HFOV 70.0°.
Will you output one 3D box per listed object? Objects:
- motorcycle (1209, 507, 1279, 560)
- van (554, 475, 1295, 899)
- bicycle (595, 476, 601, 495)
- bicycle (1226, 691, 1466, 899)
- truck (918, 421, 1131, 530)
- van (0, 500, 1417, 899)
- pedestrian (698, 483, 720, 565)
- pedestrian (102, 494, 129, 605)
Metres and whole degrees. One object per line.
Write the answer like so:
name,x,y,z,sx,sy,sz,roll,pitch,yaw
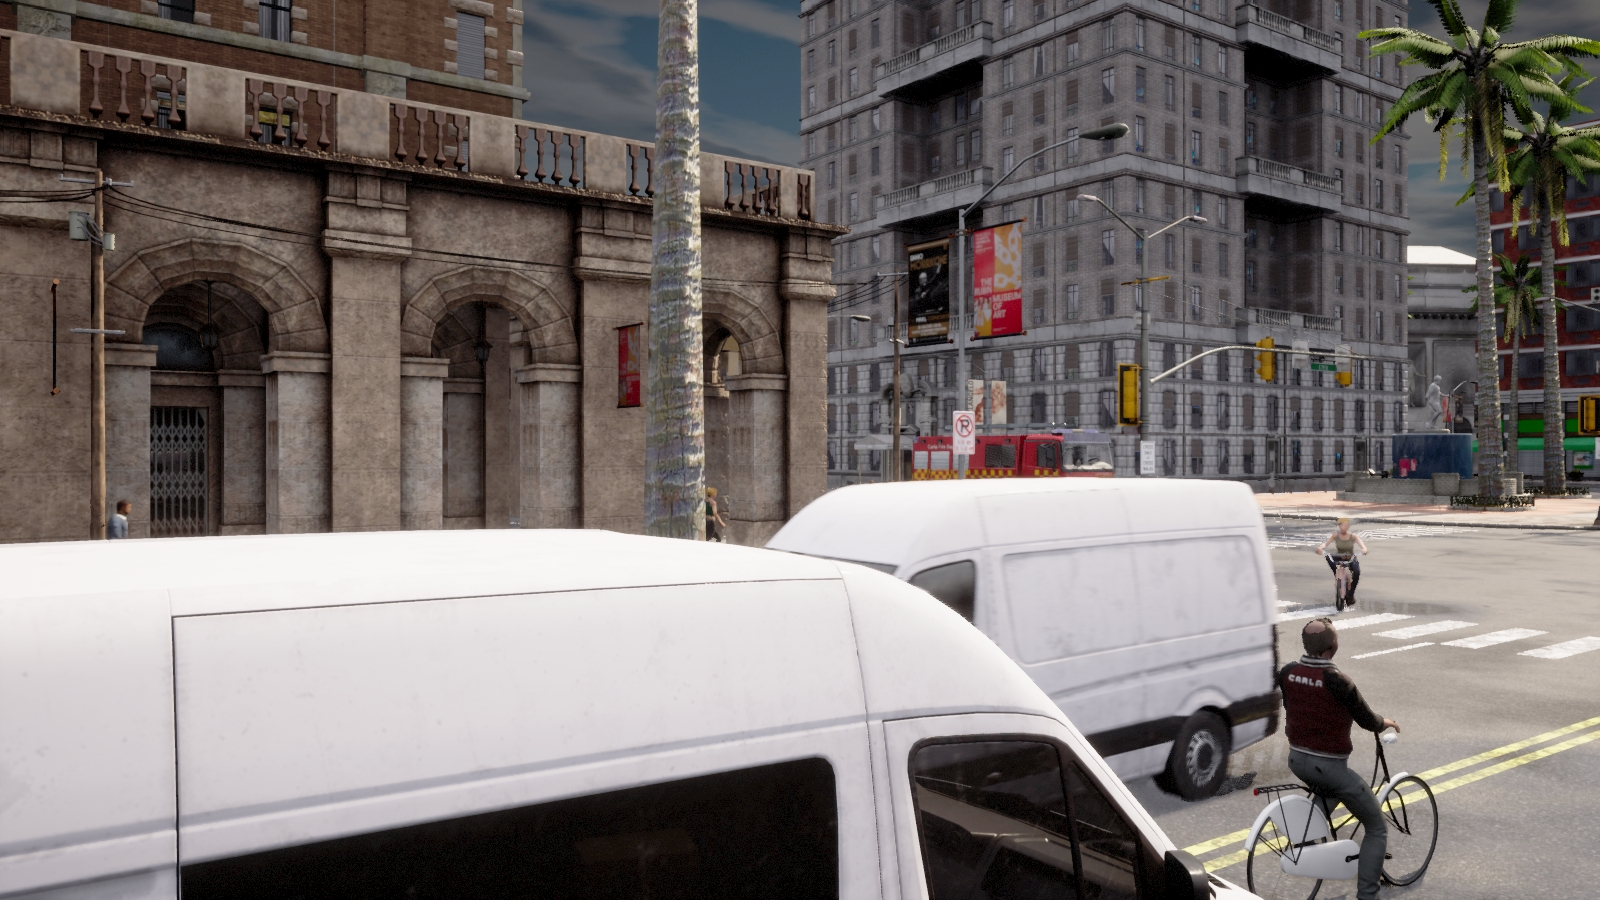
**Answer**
motorcycle,11.712,2.182,30.225,0.856,1.236,1.805,0,0,-13
van,1.257,1.534,8.934,5.915,2.561,1.988,0,0,-35
bicycle,-12.612,2.210,71.312,0.329,1.171,1.835,0,0,-13
bicycle,3.417,2.210,7.085,1.835,1.171,0.329,0,0,-29
truck,8.452,0.890,44.320,2.891,3.827,8.468,0,0,-35
van,-0.760,1.534,3.254,5.915,2.561,1.988,0,0,-35
pedestrian,-2.104,1.698,26.336,0.375,1.860,0.375,0,0,-35
pedestrian,-11.724,1.696,19.574,0.375,1.860,0.375,0,0,-35
